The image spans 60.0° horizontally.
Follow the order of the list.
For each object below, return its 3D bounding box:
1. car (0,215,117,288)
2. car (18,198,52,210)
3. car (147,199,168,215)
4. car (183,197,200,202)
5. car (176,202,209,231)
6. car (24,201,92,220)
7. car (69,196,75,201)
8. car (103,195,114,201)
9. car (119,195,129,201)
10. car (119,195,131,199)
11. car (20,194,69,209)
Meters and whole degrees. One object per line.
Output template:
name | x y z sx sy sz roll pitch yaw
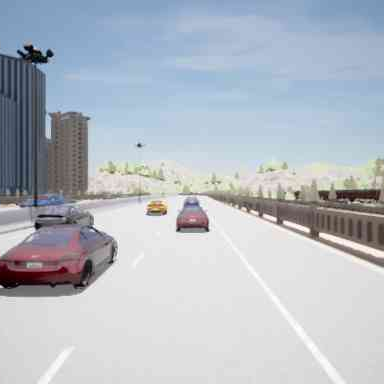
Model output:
car | -3.437 1.568 9.267 1.994 1.385 4.181 0 0 0
car | -21.211 1.571 45.270 2.033 1.411 5.357 0 0 0
car | -3.504 1.482 34.370 1.882 1.535 5.008 0 0 0
car | -0.028 1.353 42.029 2.097 1.767 4.553 0 0 0
car | 0.038 1.565 20.730 1.994 1.385 4.181 0 0 0
car | -6.955 1.499 18.518 2.128 1.511 4.902 0 0 0
car | -17.714 1.371 45.981 2.097 1.767 4.553 0 0 0
car | -21.264 1.538 84.997 1.994 1.385 4.181 0 0 0
car | -17.771 1.505 87.232 1.812 1.442 4.674 0 0 0
car | -14.223 1.557 71.967 2.033 1.411 5.357 0 0 0
car | -14.191 1.237 32.003 2.150 2.045 5.566 0 0 0
